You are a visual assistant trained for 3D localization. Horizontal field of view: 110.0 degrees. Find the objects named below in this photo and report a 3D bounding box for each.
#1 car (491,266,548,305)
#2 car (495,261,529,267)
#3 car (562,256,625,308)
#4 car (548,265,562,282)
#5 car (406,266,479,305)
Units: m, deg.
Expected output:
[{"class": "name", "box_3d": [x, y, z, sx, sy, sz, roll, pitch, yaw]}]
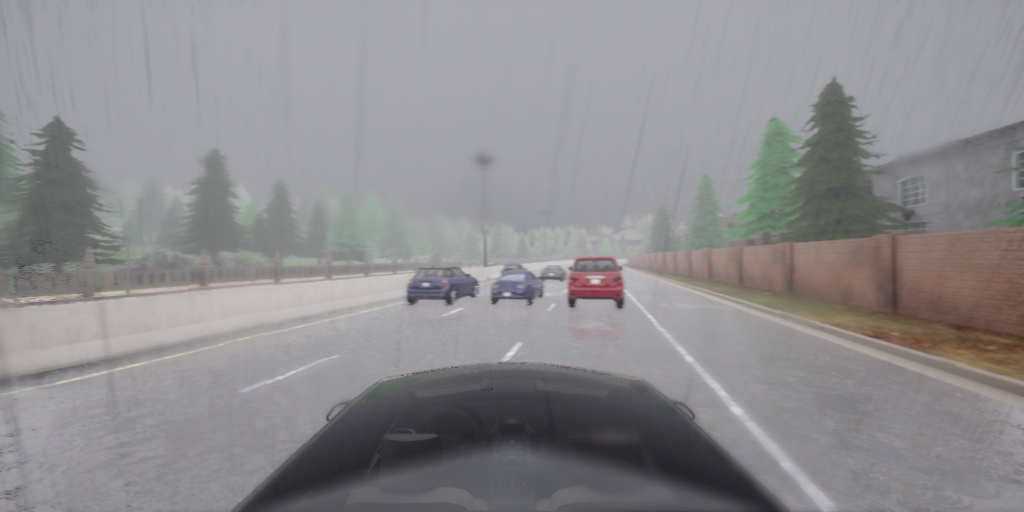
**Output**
[{"class": "car", "box_3d": [0.322, 1.385, 16.809, 1.812, 1.442, 4.674, -1, 0, 13]}, {"class": "car", "box_3d": [0.259, 1.483, 32.122, 1.837, 1.490, 4.892, -1, 0, 13]}, {"class": "car", "box_3d": [3.638, 1.026, 15.655, 2.150, 2.045, 5.566, -1, 0, 13]}, {"class": "car", "box_3d": [3.672, 1.492, 31.340, 1.994, 1.385, 4.181, -1, 0, 13]}, {"class": "car", "box_3d": [-3.164, 1.256, 17.291, 2.097, 1.767, 4.553, -1, -1, 13]}]
